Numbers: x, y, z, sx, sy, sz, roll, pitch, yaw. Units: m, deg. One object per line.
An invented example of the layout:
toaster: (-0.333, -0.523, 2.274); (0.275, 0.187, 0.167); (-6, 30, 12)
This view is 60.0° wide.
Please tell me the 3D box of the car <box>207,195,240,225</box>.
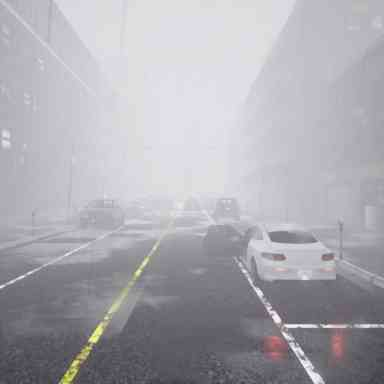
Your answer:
car: (2.695, 1.338, 27.274); (2.192, 1.841, 5.009); (0, 0, 0)

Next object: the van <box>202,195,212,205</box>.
van: (2.693, 1.430, 61.413); (1.690, 1.788, 3.998); (0, 0, 0)

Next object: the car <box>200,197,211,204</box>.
car: (2.691, 1.650, 67.104); (1.887, 1.381, 4.507); (0, 0, 0)

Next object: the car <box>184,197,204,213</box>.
car: (0.076, 1.604, 38.366); (1.994, 1.385, 4.181); (0, 0, 0)

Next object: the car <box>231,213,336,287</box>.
car: (2.352, 1.529, 9.224); (1.812, 1.442, 4.674); (0, 0, 0)

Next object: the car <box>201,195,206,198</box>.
car: (2.692, 1.656, 55.724); (1.802, 1.307, 4.206); (0, 0, 0)

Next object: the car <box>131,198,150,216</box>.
car: (-5.686, 1.582, 32.966); (2.008, 1.369, 4.403); (0, 0, 0)

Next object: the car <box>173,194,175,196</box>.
car: (-5.690, 1.724, 78.486); (1.802, 1.307, 4.206); (0, 0, 0)

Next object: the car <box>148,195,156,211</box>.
car: (-5.686, 1.480, 38.656); (1.967, 1.590, 4.097); (0, 0, 0)

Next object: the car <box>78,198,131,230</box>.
car: (-5.684, 1.330, 21.585); (2.192, 1.841, 5.009); (0, 0, 0)

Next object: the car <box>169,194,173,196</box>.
car: (-5.689, 1.648, 72.625); (1.752, 1.417, 4.829); (0, 0, 0)

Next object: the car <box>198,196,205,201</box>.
car: (2.689, 1.786, 95.554); (1.802, 1.307, 4.206); (0, 0, 0)

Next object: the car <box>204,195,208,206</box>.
car: (2.694, 1.480, 38.654); (1.967, 1.590, 4.097); (0, 0, 0)

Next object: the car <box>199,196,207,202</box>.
car: (2.690, 1.744, 84.174); (1.802, 1.307, 4.206); (0, 0, 0)

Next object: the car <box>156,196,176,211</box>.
car: (-3.102, 1.549, 40.927); (1.837, 1.490, 4.892); (0, 0, 0)
